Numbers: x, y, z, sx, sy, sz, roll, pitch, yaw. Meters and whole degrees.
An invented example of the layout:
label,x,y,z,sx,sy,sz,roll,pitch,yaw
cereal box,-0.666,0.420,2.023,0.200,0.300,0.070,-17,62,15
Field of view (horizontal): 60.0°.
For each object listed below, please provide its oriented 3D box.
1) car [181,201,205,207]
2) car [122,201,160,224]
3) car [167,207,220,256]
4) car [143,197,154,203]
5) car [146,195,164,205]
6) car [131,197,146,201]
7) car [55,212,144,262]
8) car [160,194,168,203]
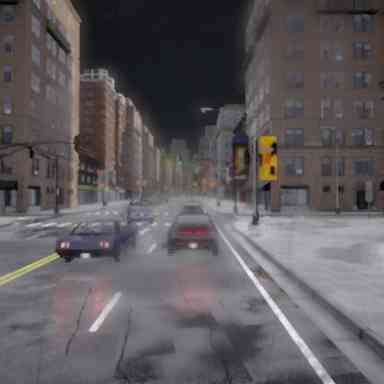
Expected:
label,x,y,z,sx,sy,sz,roll,pitch,yaw
car,0.067,1.594,29.391,1.837,1.490,4.892,1,0,0
car,-4.210,1.633,25.263,2.033,1.411,5.357,0,0,-18
car,0.062,1.550,13.412,1.837,1.490,4.892,0,-1,1
car,-9.778,1.816,75.032,1.994,1.385,4.181,0,0,0
car,-6.567,1.705,59.591,1.837,1.490,4.892,0,0,0
car,-9.815,1.693,59.614,2.128,1.511,4.902,0,0,0
car,-3.196,1.643,12.273,1.895,1.301,4.718,0,0,0
car,-6.528,1.488,75.003,2.150,2.045,5.566,0,0,0
